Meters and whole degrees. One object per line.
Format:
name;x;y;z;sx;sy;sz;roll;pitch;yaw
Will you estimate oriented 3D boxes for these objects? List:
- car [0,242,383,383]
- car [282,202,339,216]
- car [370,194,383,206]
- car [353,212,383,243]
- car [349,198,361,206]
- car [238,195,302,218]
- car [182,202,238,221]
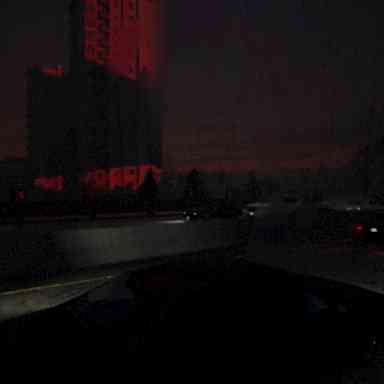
car;0.356;1.547;3.999;5.357;1.411;2.033;0;0;-35
car;8.603;1.578;23.309;4.181;1.385;1.994;0;0;-38
car;32.582;1.411;58.428;2.150;2.045;5.566;0;0;25
car;9.219;1.555;14.651;5.357;1.411;2.033;0;0;-36
car;28.332;1.772;57.801;1.895;1.301;4.718;0;0;28
car;6.520;1.236;26.041;5.566;2.045;2.150;0;0;-39
car;1.851;1.557;26.843;5.357;1.411;2.033;0;0;-36
